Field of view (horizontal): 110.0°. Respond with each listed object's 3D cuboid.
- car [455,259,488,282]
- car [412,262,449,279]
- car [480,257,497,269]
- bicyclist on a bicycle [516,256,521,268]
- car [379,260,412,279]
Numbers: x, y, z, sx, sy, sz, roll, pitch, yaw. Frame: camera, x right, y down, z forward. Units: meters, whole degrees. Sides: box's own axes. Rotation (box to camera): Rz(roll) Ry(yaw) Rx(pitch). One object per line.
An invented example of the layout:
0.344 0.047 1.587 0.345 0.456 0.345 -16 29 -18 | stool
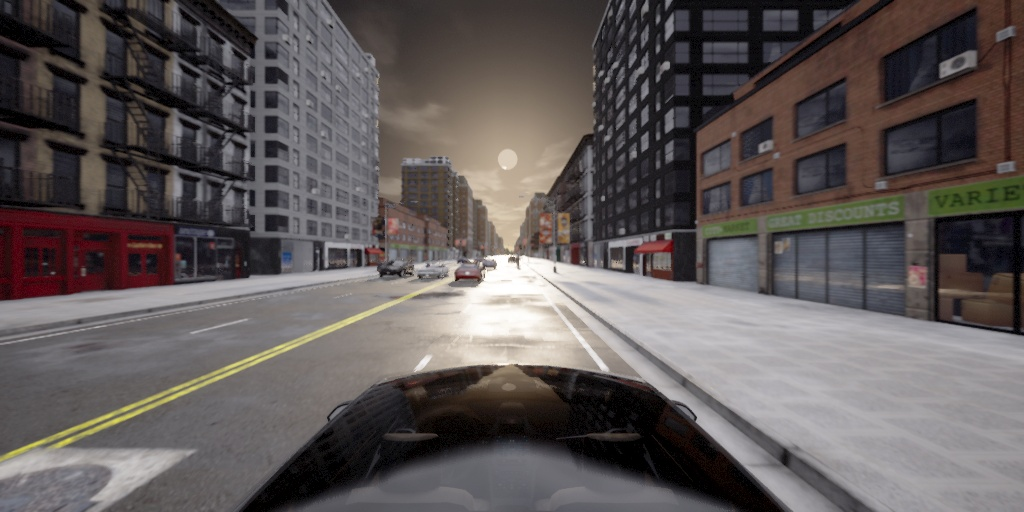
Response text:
-3.159 1.176 27.502 1.994 1.385 4.181 0 0 0 | car
-6.604 1.198 30.140 1.895 1.301 4.718 0 0 0 | car
-3.160 1.051 51.013 1.994 1.385 4.181 0 0 0 | car
0.882 0.856 51.221 0.659 1.776 1.843 0 1 0 | bicyclist on a bicycle
-9.852 1.070 30.993 1.882 1.535 5.008 0 0 0 | car
